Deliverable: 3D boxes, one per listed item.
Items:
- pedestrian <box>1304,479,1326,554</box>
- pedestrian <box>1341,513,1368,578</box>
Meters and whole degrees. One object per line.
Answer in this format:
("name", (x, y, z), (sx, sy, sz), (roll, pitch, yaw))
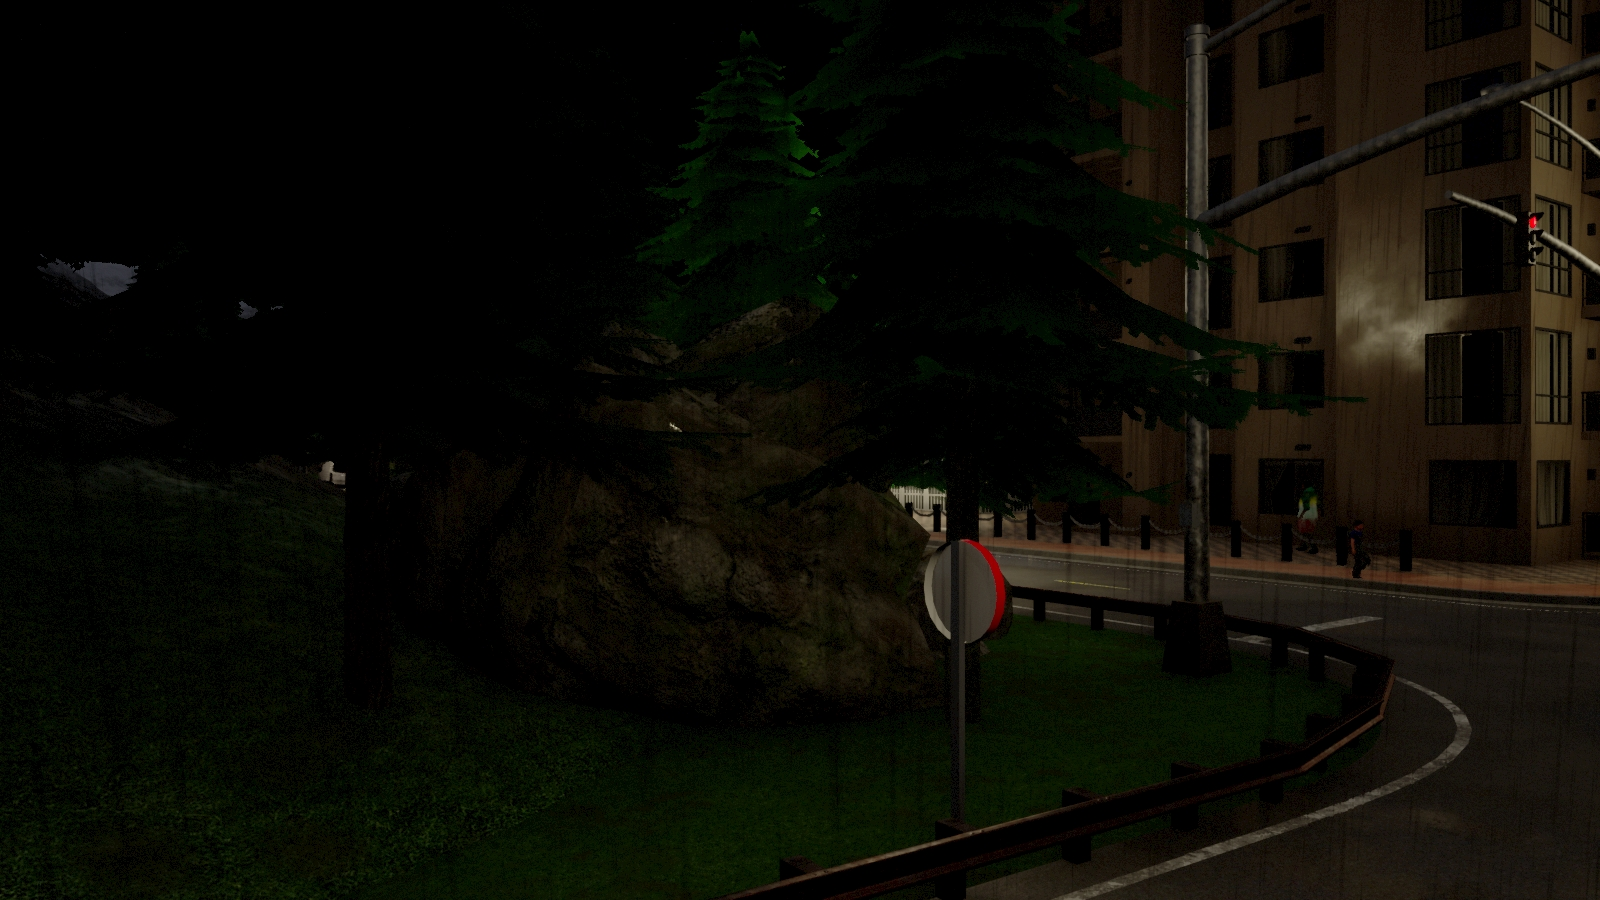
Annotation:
("pedestrian", (13.062, 1.677, 28.985), (0.375, 1.860, 0.375), (0, 0, -40))
("pedestrian", (11.483, 1.974, 23.678), (0.375, 1.300, 0.375), (0, 0, -37))
